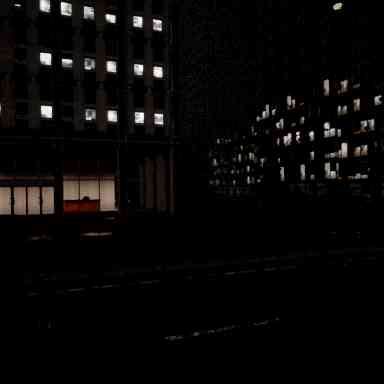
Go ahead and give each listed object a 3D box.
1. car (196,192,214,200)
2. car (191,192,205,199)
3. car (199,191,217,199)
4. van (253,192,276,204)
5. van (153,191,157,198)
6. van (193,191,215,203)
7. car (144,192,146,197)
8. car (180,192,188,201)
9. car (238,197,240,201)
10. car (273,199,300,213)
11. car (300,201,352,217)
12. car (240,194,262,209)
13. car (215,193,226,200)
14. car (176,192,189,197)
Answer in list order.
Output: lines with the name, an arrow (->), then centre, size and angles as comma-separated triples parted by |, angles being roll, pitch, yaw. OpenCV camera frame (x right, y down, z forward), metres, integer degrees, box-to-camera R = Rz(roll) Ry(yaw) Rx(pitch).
car -> 2.701, 0.879, 69.849 | 1.882, 1.535, 5.008 | -1, 1, -21
car -> 1.464, 0.705, 80.232 | 1.967, 1.590, 4.097 | 0, 1, -21
car -> 3.517, 0.633, 74.931 | 2.192, 1.841, 5.009 | 0, 1, -21
van -> 11.726, 0.870, 53.731 | 1.690, 1.788, 3.998 | 0, 1, -21
van -> -8.403, 0.687, 82.506 | 1.690, 1.788, 3.998 | 0, 1, -21
van -> 1.860, 0.952, 56.006 | 1.690, 1.788, 3.998 | 0, 1, -21
car -> -10.454, 0.732, 87.807 | 1.967, 1.590, 4.097 | 0, 1, -21
car -> -2.245, 1.056, 66.609 | 2.008, 1.369, 4.403 | 0, 1, -21
car -> 9.675, 1.059, 59.033 | 1.802, 1.307, 4.206 | 0, 1, -21
car -> 9.966, 1.399, 34.770 | 1.802, 1.307, 4.206 | 0, 1, -21
car -> 12.002, 1.434, 29.462 | 1.947, 1.339, 4.313 | 0, 1, -21
car -> 7.968, 1.331, 40.091 | 1.947, 1.339, 4.313 | 0, 1, -21
car -> 5.570, 0.953, 69.634 | 1.802, 1.307, 4.206 | 0, 1, -21
car -> -2.640, 0.709, 90.833 | 2.008, 1.369, 4.403 | 0, 1, -21
